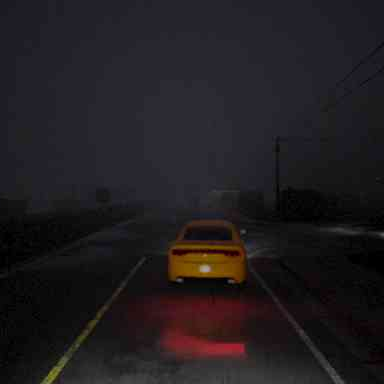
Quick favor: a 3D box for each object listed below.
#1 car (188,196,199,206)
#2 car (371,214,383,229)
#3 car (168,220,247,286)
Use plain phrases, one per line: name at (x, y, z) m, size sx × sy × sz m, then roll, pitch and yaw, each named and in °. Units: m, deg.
car at (0.347, 1.958, 63.759) m, size 1.837 × 1.490 × 4.892 m, roll 0°, pitch 0°, yaw 0°
car at (14.114, 1.667, 21.243) m, size 5.008 × 1.535 × 1.882 m, roll 0°, pitch 0°, yaw -2°
car at (0.550, 1.548, 9.725) m, size 1.882 × 1.535 × 5.008 m, roll 0°, pitch 0°, yaw 6°
